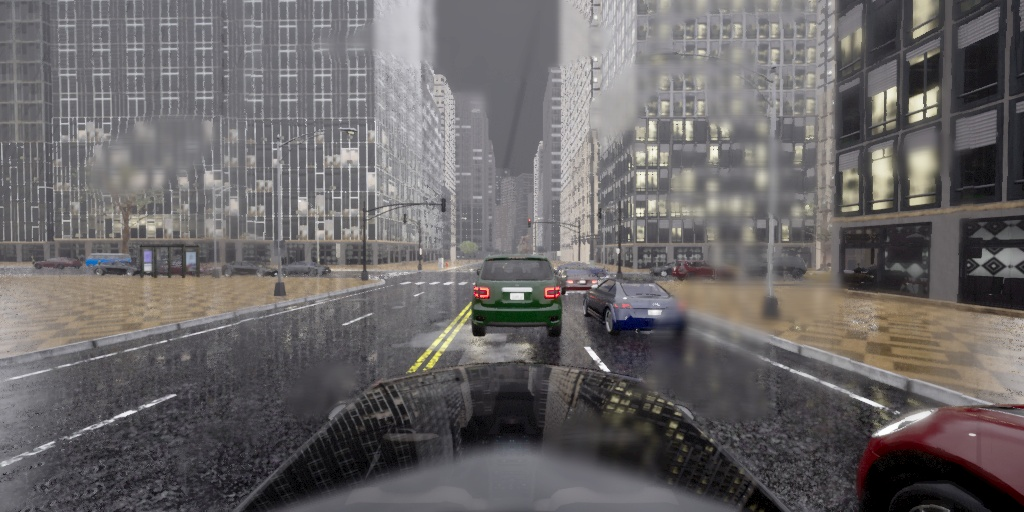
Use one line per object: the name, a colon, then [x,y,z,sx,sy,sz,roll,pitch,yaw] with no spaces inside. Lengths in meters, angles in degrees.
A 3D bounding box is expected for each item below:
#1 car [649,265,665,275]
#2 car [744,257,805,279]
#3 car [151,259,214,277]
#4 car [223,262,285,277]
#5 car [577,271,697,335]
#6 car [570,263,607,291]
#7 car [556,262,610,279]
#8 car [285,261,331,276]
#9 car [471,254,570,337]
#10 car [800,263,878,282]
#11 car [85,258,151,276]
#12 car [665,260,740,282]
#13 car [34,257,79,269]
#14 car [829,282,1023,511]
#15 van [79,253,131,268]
car: [16.486,1.367,36.343,4.892,1.490,1.837,0,1,-1]
car: [26.563,1.172,36.122,5.566,2.045,2.150,1,1,1]
car: [-28.354,1.138,31.295,4.207,1.307,1.802,0,0,1]
car: [-22.670,1.173,31.150,4.313,1.339,1.948,0,0,1]
car: [3.375,1.310,10.508,1.994,1.385,4.181,0,0,-1]
car: [3.390,1.288,19.750,2.033,1.411,5.357,0,0,0]
car: [6.513,1.352,33.301,4.674,1.442,1.812,0,1,1]
car: [-19.398,1.157,33.784,4.181,1.385,1.994,1,1,1]
car: [0.118,0.967,10.415,2.150,2.045,5.566,0,0,0]
car: [27.701,1.578,30.322,4.829,1.417,1.751,0,0,1]
car: [-34.034,1.069,31.480,4.313,1.339,1.948,0,0,1]
car: [16.253,1.269,30.542,5.009,1.841,2.192,0,0,1]
car: [-50.890,0.793,40.291,4.207,1.307,1.802,0,0,1]
car: [3.344,1.103,0.464,2.097,1.767,4.553,0,0,0]
van: [-45.208,0.605,40.164,3.998,1.789,1.690,0,0,1]
